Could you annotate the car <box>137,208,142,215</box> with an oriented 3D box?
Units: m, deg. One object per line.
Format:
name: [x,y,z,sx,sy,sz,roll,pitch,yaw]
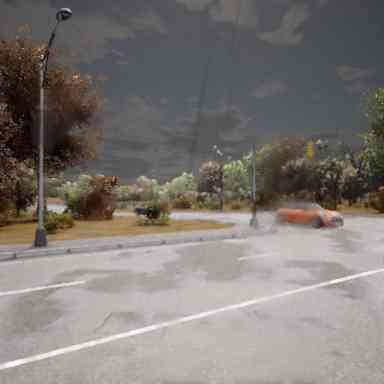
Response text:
car: [-5.774,2.457,44.391,1.882,1.535,5.008,0,-3,-33]

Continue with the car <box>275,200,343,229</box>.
car: [7.990,1.484,22.917,2.097,1.767,4.553,0,-1,-33]
